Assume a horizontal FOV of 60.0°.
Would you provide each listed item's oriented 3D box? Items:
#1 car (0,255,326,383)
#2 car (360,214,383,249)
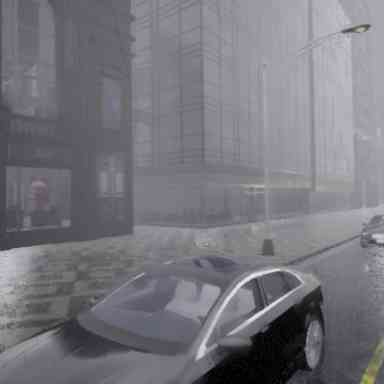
[{"bbox_3d":[0.057,1.596,3.861,2.128,1.511,4.902,-1,-2,38],"label":"car"},{"bbox_3d":[9.442,1.840,15.930,2.128,1.511,4.902,-1,-2,38],"label":"car"}]
